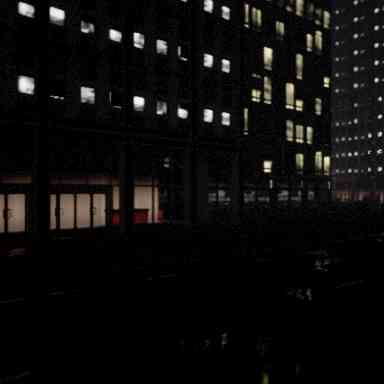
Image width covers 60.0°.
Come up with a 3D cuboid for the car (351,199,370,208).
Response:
[{"bbox_3d":[28.273,1.845,54.370,1.887,1.381,4.507,0,0,-34],"label":"car"}]
